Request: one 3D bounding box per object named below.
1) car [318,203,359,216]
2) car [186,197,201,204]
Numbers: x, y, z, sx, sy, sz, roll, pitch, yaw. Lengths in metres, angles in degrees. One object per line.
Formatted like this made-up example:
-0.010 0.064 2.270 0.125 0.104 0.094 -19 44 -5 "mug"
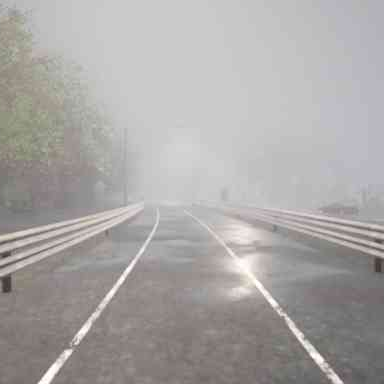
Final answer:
17.303 1.997 39.613 1.882 1.535 5.008 0 0 -24 "car"
0.221 1.946 77.342 2.097 1.767 4.553 0 0 -24 "car"
